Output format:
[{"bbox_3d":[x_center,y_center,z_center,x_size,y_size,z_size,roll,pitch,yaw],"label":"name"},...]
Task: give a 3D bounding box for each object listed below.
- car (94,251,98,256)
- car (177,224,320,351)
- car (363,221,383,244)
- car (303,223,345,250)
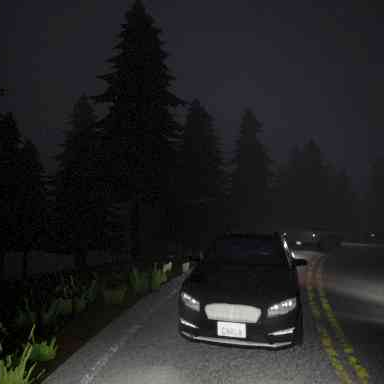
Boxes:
[{"bbox_3d":[-20.225,13.651,73.019,4.181,1.381,1.994,-2,-5,31],"label":"car"},{"bbox_3d":[1.139,1.562,6.640,2.128,1.511,4.902,-1,-2,15],"label":"car"},{"bbox_3d":[16.247,3.278,26.694,5.566,2.045,2.150,8,-8,-28],"label":"car"},{"bbox_3d":[6.548,2.313,17.778,1.895,1.301,4.718,-3,-6,39],"label":"car"}]
